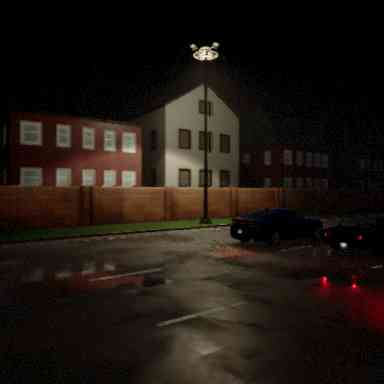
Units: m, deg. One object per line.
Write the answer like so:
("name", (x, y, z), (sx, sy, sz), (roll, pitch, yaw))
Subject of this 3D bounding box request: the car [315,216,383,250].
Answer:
("car", (7.236, 1.606, 13.203), (4.718, 1.301, 1.895), (0, 0, -35))

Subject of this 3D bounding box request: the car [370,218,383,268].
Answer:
("car", (6.943, 1.482, 8.694), (5.008, 1.535, 1.882), (0, 0, -35))

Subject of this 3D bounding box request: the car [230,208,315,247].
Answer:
("car", (3.996, 1.483, 15.190), (5.008, 1.535, 1.882), (0, 0, -35))
